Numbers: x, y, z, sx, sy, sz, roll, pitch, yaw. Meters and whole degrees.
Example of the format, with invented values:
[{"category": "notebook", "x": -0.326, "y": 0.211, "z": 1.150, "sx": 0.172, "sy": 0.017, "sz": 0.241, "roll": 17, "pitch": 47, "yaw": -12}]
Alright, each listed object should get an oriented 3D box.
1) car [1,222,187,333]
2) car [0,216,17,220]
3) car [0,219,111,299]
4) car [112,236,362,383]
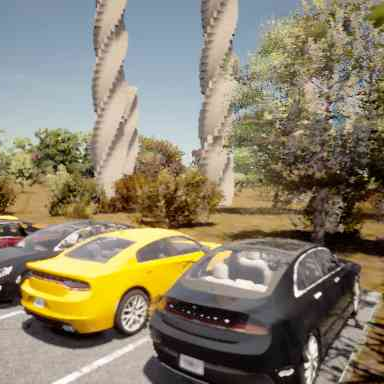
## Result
[{"category": "car", "x": -0.842, "y": 1.504, "z": 6.977, "sx": 2.097, "sy": 1.535, "sz": 5.008, "roll": 0, "pitch": 0, "yaw": 36}, {"category": "car", "x": -5.296, "y": 1.554, "z": 10.210, "sx": 2.163, "sy": 1.488, "sz": 4.792, "roll": 0, "pitch": 0, "yaw": 36}, {"category": "car", "x": -3.073, "y": 1.515, "z": 8.590, "sx": 2.231, "sy": 1.521, "sz": 4.892, "roll": 0, "pitch": 0, "yaw": 36}, {"category": "car", "x": 1.397, "y": 1.492, "z": 5.371, "sx": 2.231, "sy": 1.521, "sz": 4.892, "roll": 0, "pitch": 0, "yaw": 36}]
